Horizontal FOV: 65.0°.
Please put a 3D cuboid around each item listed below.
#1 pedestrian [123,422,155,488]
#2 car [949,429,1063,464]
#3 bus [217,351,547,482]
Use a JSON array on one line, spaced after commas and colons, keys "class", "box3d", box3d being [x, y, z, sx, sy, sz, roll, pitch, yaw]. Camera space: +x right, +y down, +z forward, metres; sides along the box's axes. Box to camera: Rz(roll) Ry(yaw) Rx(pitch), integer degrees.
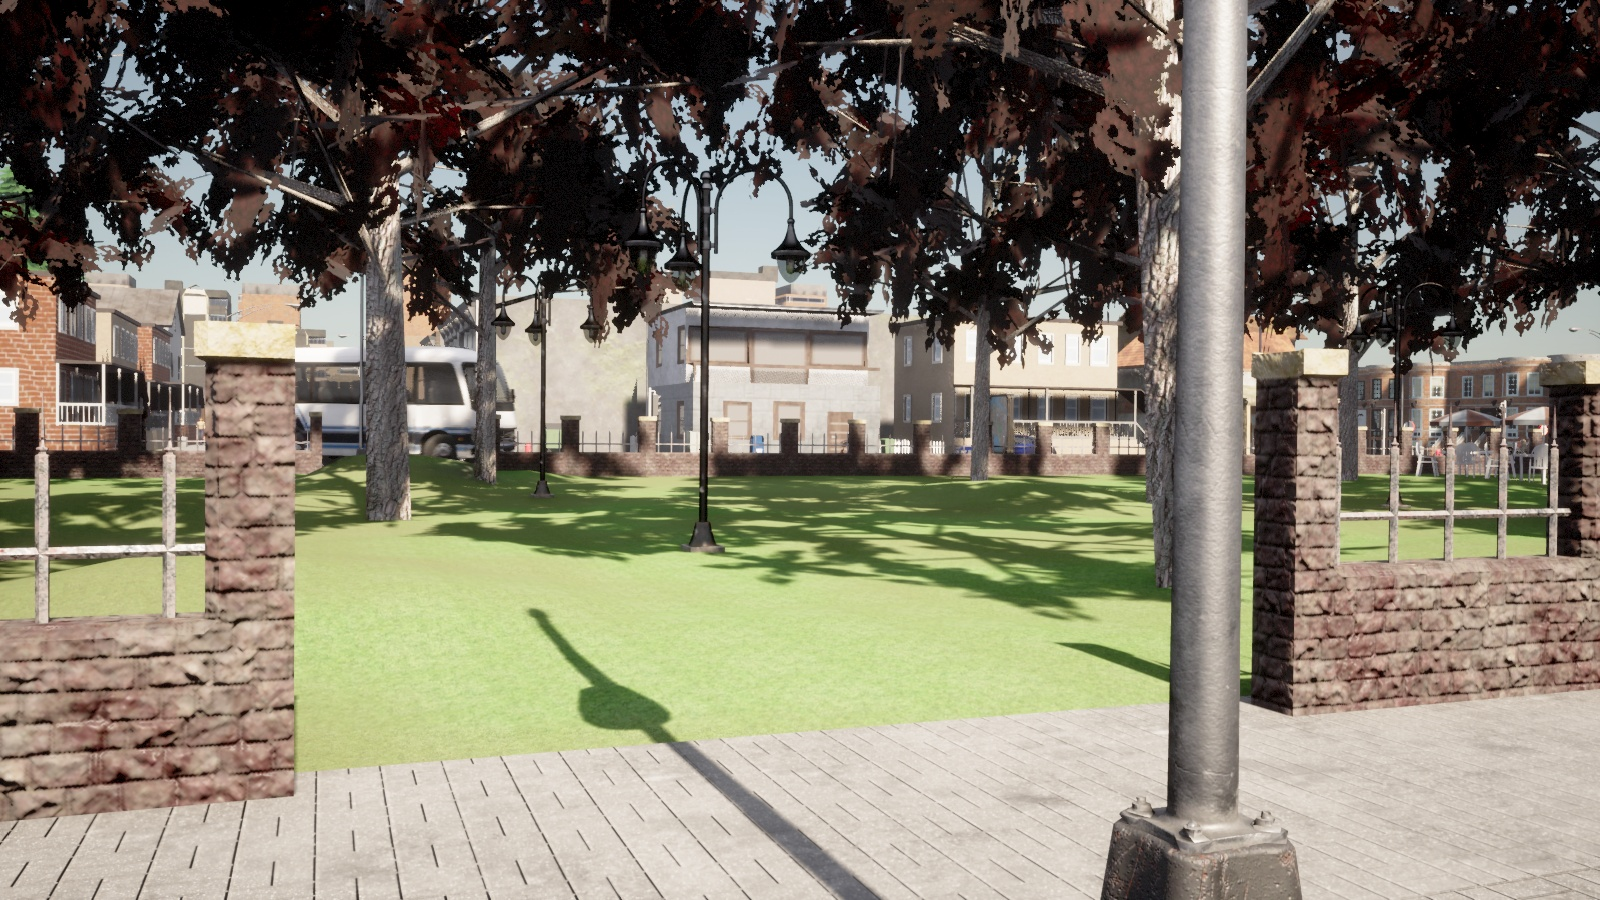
[{"class": "pedestrian", "box3d": [-18.516, 0.135, 35.184, 0.703, 1.840, 0.431, -1, 1, -21]}, {"class": "car", "box3d": [9.145, -0.181, 55.699, 4.674, 1.442, 1.812, -1, 1, -21]}, {"class": "bus", "box3d": [-14.432, -1.134, 43.694, 10.273, 4.253, 3.944, 0, 2, 14]}]
